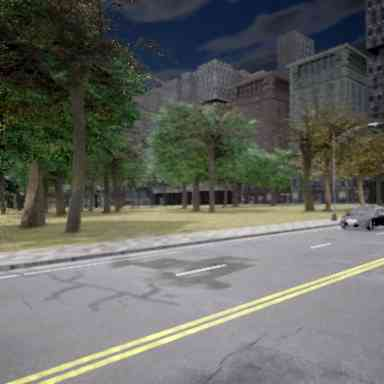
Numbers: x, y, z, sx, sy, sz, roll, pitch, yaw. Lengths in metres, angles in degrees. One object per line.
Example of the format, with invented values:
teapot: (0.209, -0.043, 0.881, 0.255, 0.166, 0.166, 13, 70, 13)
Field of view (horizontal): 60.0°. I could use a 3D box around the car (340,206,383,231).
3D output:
car: (11.801, 1.730, 22.433, 4.902, 1.511, 2.128, 0, -1, -41)
